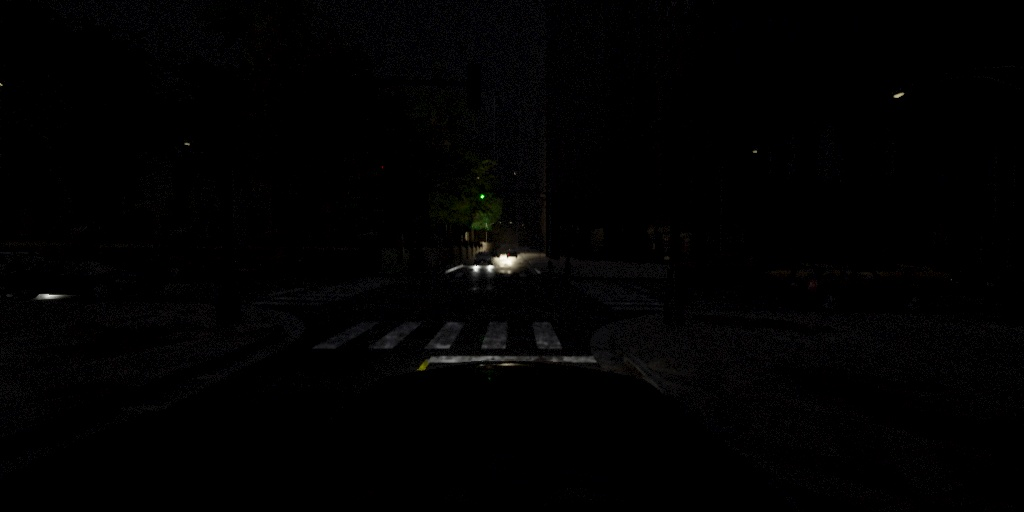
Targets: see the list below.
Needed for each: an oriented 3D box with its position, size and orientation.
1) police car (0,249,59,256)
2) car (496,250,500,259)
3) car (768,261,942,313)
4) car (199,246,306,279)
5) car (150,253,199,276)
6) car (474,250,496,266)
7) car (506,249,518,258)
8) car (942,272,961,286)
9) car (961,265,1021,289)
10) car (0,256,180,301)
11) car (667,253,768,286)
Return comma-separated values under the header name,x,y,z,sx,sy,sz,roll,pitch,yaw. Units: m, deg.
name,x,y,z,sx,sy,sz,roll,pitch,yaw
police car,-21.301,0.495,15.470,5.238,1.638,1.930,1,1,0
car,-2.993,-0.303,61.481,2.033,1.411,5.357,0,1,0
car,11.856,1.054,12.635,4.097,1.591,1.967,0,0,0
car,-14.965,0.343,21.234,5.009,1.841,2.192,0,0,0
car,-20.489,0.491,21.249,4.507,1.381,1.888,0,0,0
car,-3.080,0.261,39.262,1.812,1.442,4.674,0,2,0
car,0.012,-0.269,62.208,1.895,1.301,4.718,0,2,0
car,22.784,1.089,21.128,4.829,1.417,1.751,0,0,0
car,28.494,1.202,21.112,4.313,1.339,1.948,0,0,0
car,-14.981,0.779,12.711,4.403,1.370,2.007,0,0,0
car,11.873,0.728,21.159,5.009,1.841,2.192,0,0,0
